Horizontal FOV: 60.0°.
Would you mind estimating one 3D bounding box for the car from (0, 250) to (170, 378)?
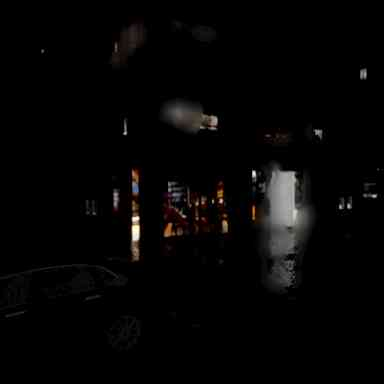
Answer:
[{"bbox_3d":[-2.388,1.544,4.395,4.403,1.369,2.008,-1,1,-35],"label":"car"}]

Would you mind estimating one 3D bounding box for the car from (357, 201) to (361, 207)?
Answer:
[{"bbox_3d":[17.974,1.347,39.864,1.802,1.307,4.206,-2,0,-35],"label":"car"}]
